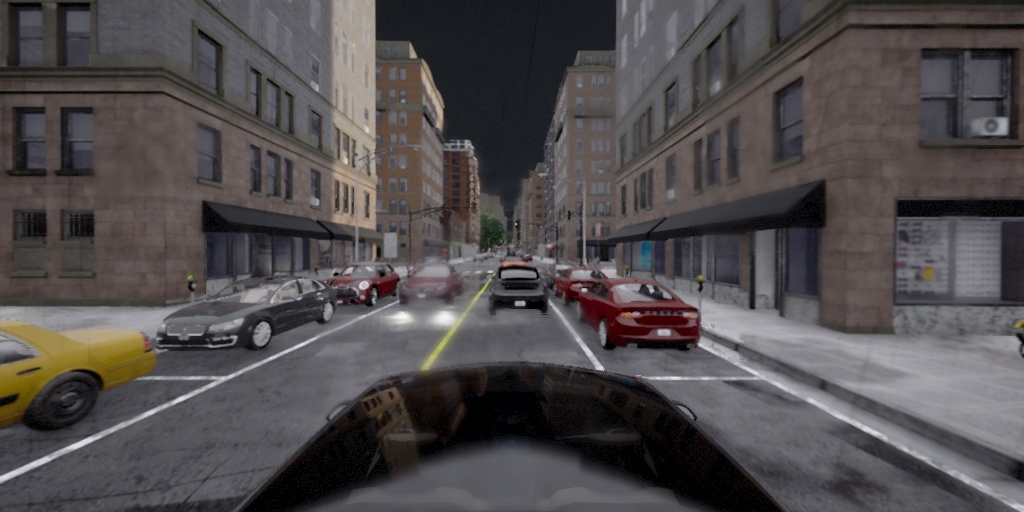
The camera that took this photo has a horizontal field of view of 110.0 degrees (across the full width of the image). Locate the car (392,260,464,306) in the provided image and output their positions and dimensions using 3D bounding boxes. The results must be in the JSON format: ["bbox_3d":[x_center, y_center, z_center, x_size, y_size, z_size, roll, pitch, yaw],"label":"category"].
[{"bbox_3d":[-3.067,1.058,14.507,1.812,1.442,4.674,0,1,0],"label":"car"}]

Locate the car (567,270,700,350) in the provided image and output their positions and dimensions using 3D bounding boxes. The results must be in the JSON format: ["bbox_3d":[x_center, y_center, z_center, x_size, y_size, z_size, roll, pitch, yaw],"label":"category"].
[{"bbox_3d":[2.684,1.179,8.570,1.888,1.381,4.507,0,0,0],"label":"car"}]

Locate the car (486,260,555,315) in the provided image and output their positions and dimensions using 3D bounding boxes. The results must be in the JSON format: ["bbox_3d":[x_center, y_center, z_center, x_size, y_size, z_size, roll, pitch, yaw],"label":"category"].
[{"bbox_3d":[0.168,1.069,12.636,1.837,1.490,4.892,0,1,-2],"label":"car"}]

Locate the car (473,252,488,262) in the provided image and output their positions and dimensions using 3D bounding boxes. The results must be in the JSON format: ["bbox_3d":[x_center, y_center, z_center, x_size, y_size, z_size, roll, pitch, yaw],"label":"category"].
[{"bbox_3d":[-5.870,0.292,63.410,2.007,1.370,4.403,0,0,0],"label":"car"}]

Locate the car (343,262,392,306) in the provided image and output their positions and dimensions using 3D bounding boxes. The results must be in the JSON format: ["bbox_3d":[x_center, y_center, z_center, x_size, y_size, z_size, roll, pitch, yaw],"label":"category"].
[{"bbox_3d":[-5.833,0.978,14.069,1.967,1.591,4.097,0,0,0],"label":"car"}]

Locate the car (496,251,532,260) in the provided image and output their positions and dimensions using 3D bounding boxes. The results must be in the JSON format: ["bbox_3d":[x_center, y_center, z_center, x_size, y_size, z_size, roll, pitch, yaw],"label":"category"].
[{"bbox_3d":[0.145,0.688,26.375,2.097,1.767,4.553,0,1,0],"label":"car"}]

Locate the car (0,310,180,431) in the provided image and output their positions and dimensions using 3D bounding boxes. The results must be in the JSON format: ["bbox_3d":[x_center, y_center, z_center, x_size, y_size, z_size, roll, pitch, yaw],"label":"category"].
[{"bbox_3d":[-5.855,1.250,2.916,1.751,1.417,4.829,0,0,0],"label":"car"}]

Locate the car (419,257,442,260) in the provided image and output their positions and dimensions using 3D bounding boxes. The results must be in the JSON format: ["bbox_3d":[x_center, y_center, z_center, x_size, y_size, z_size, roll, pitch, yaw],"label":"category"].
[{"bbox_3d":[-5.811,0.795,25.054,1.967,1.591,4.097,0,0,0],"label":"car"}]

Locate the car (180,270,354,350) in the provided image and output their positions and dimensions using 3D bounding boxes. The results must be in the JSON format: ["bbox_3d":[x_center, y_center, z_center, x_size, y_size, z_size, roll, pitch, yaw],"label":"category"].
[{"bbox_3d":[-5.843,1.182,8.578,2.007,1.370,4.403,0,0,0],"label":"car"}]

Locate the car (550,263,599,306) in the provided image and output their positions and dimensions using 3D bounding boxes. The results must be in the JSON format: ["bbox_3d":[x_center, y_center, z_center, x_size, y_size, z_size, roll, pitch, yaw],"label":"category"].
[{"bbox_3d":[2.694,1.086,14.060,1.888,1.381,4.507,0,0,0],"label":"car"}]
